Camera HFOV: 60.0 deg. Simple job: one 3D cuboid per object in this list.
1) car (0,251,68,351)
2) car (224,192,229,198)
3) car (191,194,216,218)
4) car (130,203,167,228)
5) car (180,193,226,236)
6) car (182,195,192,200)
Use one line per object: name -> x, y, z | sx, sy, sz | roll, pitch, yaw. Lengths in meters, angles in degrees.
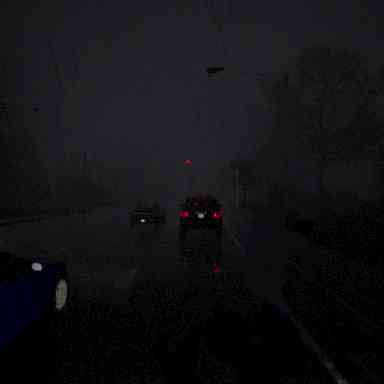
car -> -3.340, 1.479, 4.500 | 1.882, 1.535, 5.008 | 0, 0, 1
car -> 7.621, 1.255, 85.231 | 2.097, 1.767, 4.553 | 0, 0, 10
car -> 1.204, 1.239, 31.396 | 2.150, 2.045, 5.566 | 0, 0, 4
car -> -2.813, 1.502, 22.252 | 2.128, 1.511, 4.902 | 0, 0, 3
car -> 0.524, 1.234, 18.554 | 2.150, 2.045, 5.566 | 0, 0, 2
car -> -1.444, 1.591, 93.949 | 1.994, 1.385, 4.181 | 0, 0, 10
